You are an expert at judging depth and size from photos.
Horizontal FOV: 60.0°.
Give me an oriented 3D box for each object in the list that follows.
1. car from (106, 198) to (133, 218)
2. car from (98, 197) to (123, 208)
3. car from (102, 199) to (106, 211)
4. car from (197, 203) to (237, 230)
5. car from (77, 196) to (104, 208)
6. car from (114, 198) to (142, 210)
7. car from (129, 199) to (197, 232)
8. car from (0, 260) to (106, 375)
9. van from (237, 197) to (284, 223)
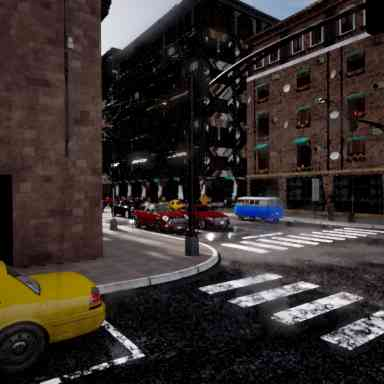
[{"bbox_3d":[-5.609,1.473,29.581,1.837,1.490,4.892,-1,0,-36],"label":"car"},{"bbox_3d":[-11.725,1.462,47.837,1.887,1.381,4.507,-1,0,-36],"label":"car"},{"bbox_3d":[-11.881,1.182,38.219,2.150,2.045,5.566,-1,0,-36],"label":"car"},{"bbox_3d":[0.437,1.508,21.274,1.812,1.442,4.674,-1,0,-34],"label":"car"},{"bbox_3d":[-14.368,1.429,46.970,2.128,1.511,4.902,-1,0,-35],"label":"car"},{"bbox_3d":[-8.395,1.463,43.258,1.887,1.381,4.507,-1,0,-36],"label":"car"},{"bbox_3d":[-1.863,1.440,20.030,1.967,1.590,4.097,0,0,-36],"label":"car"},{"bbox_3d":[-3.554,1.525,4.029,4.829,1.417,1.752,0,0,-36],"label":"car"},{"bbox_3d":[4.926,1.280,24.944,1.690,1.788,3.998,0,0,-36],"label":"van"}]
